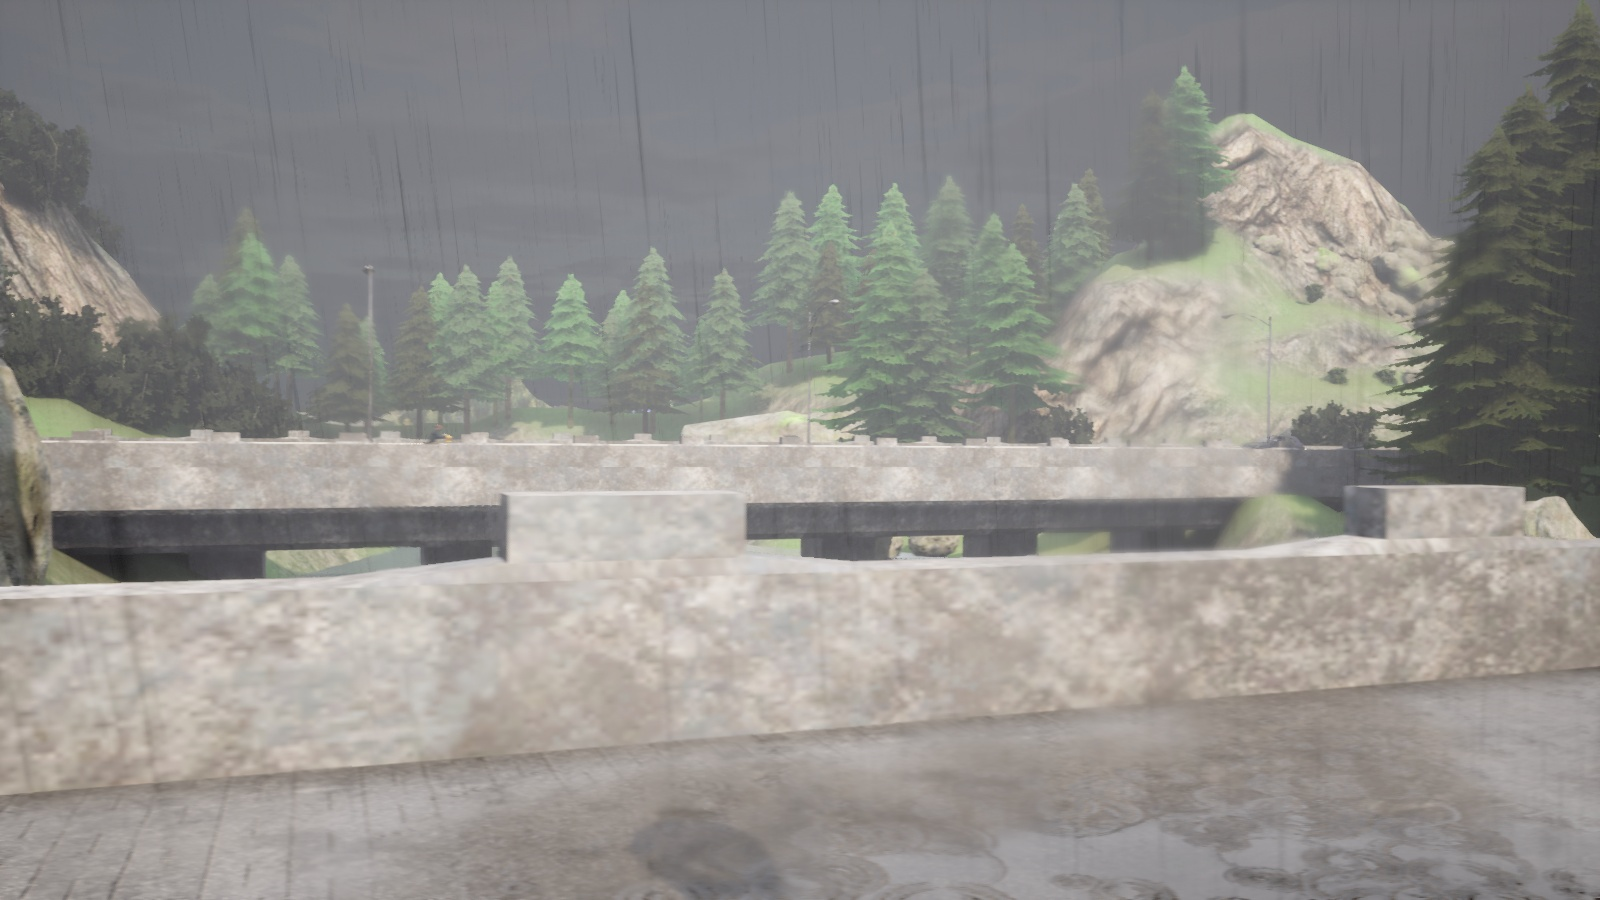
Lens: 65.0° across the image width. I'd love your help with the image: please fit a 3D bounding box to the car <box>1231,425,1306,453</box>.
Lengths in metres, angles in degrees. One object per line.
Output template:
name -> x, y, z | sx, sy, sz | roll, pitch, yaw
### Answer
car -> 26.525, -0.632, 71.110 | 3.633, 1.501, 1.845 | -1, 1, -21
